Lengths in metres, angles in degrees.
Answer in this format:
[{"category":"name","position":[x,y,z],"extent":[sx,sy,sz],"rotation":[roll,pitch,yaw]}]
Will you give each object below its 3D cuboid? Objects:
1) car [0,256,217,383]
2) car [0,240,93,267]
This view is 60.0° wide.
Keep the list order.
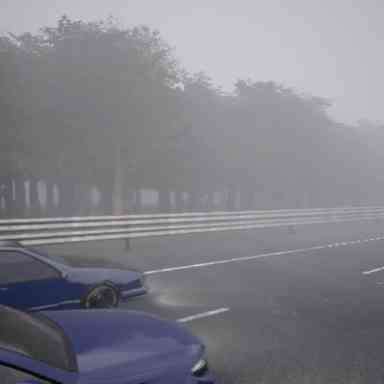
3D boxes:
[{"category":"car","position":[-1.944,1.523,2.358],"extent":[4.674,1.442,1.812],"rotation":[0,0,-35]},{"category":"car","position":[-3.437,1.550,5.593],"extent":[5.357,1.411,2.033],"rotation":[1,0,-35]}]
